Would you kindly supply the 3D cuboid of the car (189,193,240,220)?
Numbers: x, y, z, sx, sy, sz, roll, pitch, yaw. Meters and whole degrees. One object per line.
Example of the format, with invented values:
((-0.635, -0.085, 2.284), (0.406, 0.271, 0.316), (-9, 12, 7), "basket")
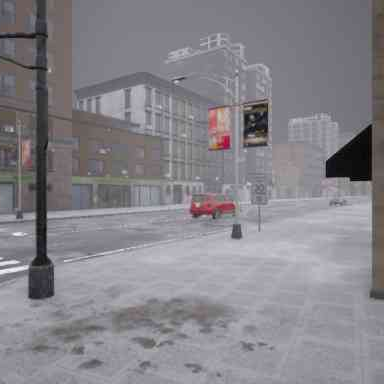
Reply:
((1.987, 1.124, 27.628), (2.150, 2.045, 5.566), (0, 0, 35), "car")

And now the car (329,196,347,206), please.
((22.646, 1.376, 51.516), (2.033, 1.411, 5.357), (0, 0, 34), "car")
